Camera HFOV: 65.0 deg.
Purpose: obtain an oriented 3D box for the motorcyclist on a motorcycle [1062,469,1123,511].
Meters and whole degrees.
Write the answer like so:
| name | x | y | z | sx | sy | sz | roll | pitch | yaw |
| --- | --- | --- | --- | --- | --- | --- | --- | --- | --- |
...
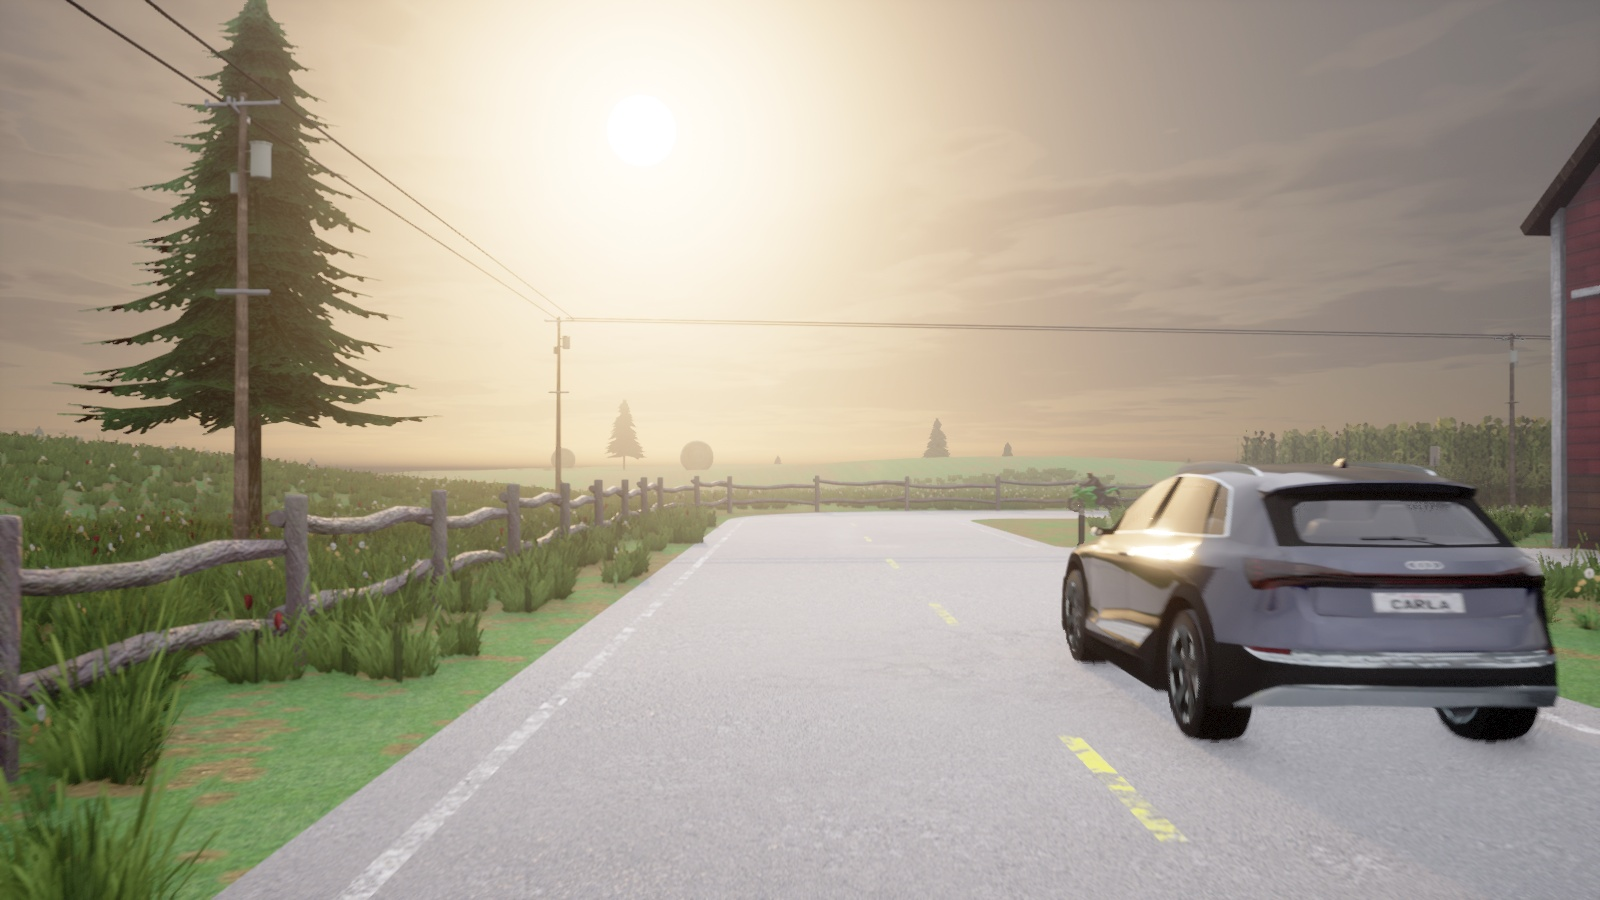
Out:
| name | x | y | z | sx | sy | sz | roll | pitch | yaw |
| --- | --- | --- | --- | --- | --- | --- | --- | --- | --- |
| motorcyclist on a motorcycle | 10.778 | 1.458 | 46.325 | 2.044 | 1.523 | 0.797 | 0 | -1 | -6 |

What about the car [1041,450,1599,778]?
| name | x | y | z | sx | sy | sz | roll | pitch | yaw |
| --- | --- | --- | --- | --- | --- | --- | --- | --- | --- |
| car | 3.178 | 0.863 | 8.777 | 2.033 | 1.649 | 4.856 | 0 | -1 | 0 |
